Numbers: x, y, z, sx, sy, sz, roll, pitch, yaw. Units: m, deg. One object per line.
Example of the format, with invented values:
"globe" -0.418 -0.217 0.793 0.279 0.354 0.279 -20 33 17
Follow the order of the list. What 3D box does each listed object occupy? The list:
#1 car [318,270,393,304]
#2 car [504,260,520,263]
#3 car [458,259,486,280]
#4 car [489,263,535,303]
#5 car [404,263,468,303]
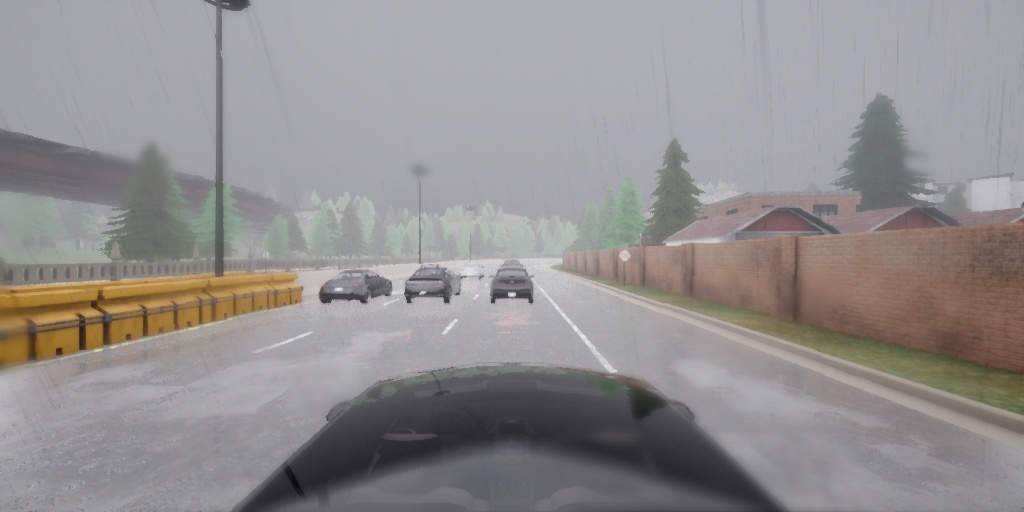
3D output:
"car" -7.000 1.322 16.500 1.994 1.385 4.181 0 0 0
"car" 0.000 1.116 31.470 2.097 1.767 4.553 0 0 0
"car" -3.500 1.283 31.500 1.812 1.442 4.674 0 0 0
"car" 0.000 1.266 16.500 1.837 1.490 4.892 0 0 0
"car" -3.500 1.245 16.500 2.128 1.511 4.902 0 0 0
